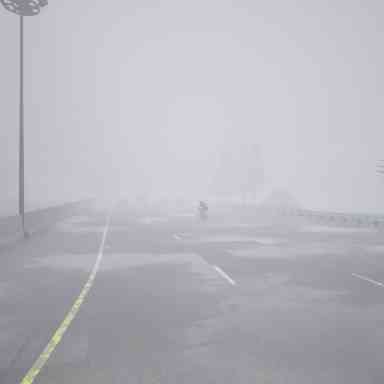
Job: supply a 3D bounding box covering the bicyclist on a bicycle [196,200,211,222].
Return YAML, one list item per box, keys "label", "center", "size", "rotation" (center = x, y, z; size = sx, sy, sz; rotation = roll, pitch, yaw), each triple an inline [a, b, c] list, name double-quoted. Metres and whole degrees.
- label: "bicyclist on a bicycle"
  center: [0.827, 1.455, 25.424]
  size: [0.582, 1.620, 1.656]
  rotation: [0, -2, -41]

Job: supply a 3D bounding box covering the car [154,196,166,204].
- label: "car"
  center: [-5.995, 1.547, 62.658]
  size: [2.033, 1.411, 5.357]
  rotation: [0, 0, -12]

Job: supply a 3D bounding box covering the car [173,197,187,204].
- label: "car"
  center: [-2.248, 1.547, 61.987]
  size: [2.033, 1.411, 5.357]
  rotation: [0, 0, -12]

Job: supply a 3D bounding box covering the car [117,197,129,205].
- label: "car"
  center: [-12.282, 1.547, 58.893]
  size: [2.033, 1.411, 5.357]
  rotation: [0, 0, -15]

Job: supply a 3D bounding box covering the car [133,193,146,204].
- label: "car"
  center: [-10.326, 1.221, 65.863]
  size: [2.150, 2.045, 5.566]
  rotation: [0, 0, -13]
